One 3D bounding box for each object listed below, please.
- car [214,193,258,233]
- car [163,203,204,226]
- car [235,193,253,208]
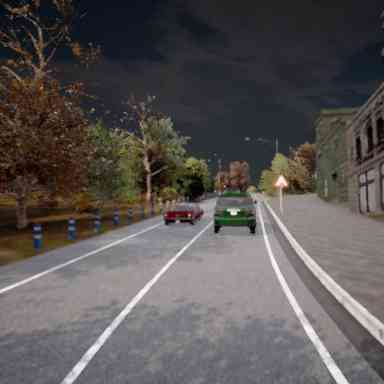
[{"bbox_3d":[2.503,1.059,18.858,2.150,2.045,5.566,-1,1,10],"label":"car"},{"bbox_3d":[-0.476,1.414,21.845,1.895,1.301,4.718,0,1,10],"label":"car"},{"bbox_3d":[5.814,0.882,37.081,1.882,1.535,5.008,-1,0,10],"label":"car"}]
